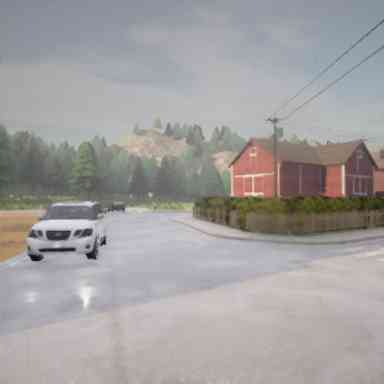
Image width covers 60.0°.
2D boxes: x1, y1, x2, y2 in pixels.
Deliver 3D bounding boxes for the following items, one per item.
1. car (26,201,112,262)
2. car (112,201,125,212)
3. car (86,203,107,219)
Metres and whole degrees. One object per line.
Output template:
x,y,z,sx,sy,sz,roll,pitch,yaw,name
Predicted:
-4.685,1.386,13.301,2.150,2.045,5.566,0,-1,-9,car
-10.905,2.058,47.762,1.882,1.535,5.008,0,-1,-24,car
-10.085,1.922,34.791,1.837,1.490,4.892,0,-1,-19,car
